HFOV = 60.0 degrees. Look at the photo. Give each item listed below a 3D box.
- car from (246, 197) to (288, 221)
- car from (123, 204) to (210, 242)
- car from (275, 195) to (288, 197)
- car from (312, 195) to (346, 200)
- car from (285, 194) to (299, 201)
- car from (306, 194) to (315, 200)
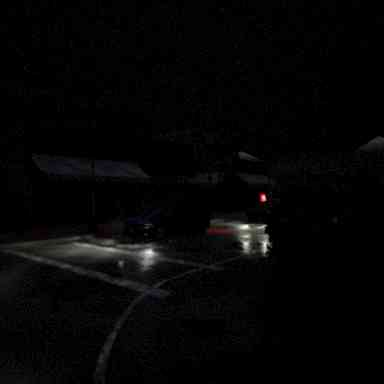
[{"bbox_3d":[5.920,1.409,25.427,1.882,1.535,5.008,-1,-1,37],"label":"car"},{"bbox_3d":[-1.085,1.402,16.333,1.882,1.535,5.008,-1,0,39],"label":"car"},{"bbox_3d":[19.221,1.551,74.025,1.970,1.475,3.806,-1,0,37],"label":"car"},{"bbox_3d":[15.915,1.449,38.379,1.837,1.490,4.892,-1,-1,38],"label":"car"},{"bbox_3d":[26.942,1.456,89.588,1.932,1.855,4.605,-1,0,37],"label":"car"},{"bbox_3d":[26.405,1.590,77.417,2.007,1.523,4.514,-1,0,37],"label":"car"}]
